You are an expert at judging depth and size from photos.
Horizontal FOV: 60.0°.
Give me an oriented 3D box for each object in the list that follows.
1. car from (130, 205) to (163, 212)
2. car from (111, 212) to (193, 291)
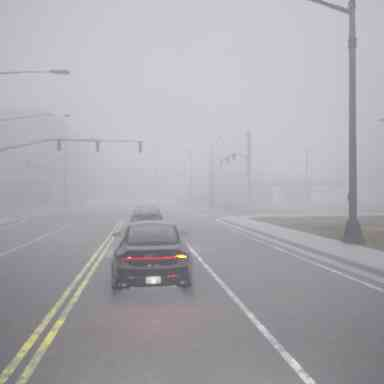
[{"bbox_3d":[-2.799,1.563,20.445,1.882,1.535,5.008,0,0,-8],"label":"car"},{"bbox_3d":[-1.123,1.544,9.166,1.837,1.490,4.892,0,0,-8],"label":"car"}]
